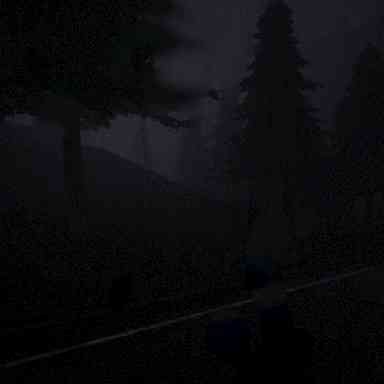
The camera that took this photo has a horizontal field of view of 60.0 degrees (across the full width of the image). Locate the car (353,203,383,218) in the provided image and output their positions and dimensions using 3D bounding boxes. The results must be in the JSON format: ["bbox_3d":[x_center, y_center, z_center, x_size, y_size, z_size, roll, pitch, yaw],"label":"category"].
[{"bbox_3d":[16.056,1.563,27.413,2.033,1.411,5.357,0,0,-25],"label":"car"}]
